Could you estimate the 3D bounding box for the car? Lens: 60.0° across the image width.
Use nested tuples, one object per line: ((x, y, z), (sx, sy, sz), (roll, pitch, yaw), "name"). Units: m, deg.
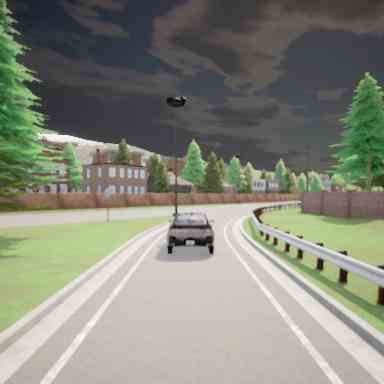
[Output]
((-0.022, 1.632, 14.360), (2.128, 1.511, 4.902), (0, 0, 1), "car")
